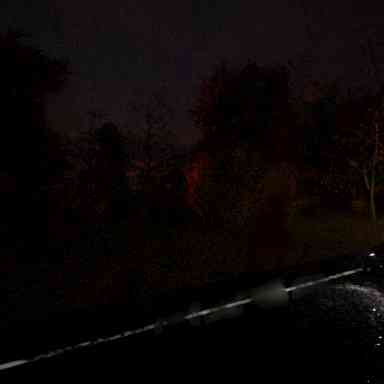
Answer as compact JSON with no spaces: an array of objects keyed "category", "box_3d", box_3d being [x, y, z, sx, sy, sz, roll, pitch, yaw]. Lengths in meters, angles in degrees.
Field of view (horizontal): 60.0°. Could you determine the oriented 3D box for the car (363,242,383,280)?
[{"category":"car","box_3d":[6.277,1.563,8.660,4.181,1.385,1.994,0,0,-37]}]
